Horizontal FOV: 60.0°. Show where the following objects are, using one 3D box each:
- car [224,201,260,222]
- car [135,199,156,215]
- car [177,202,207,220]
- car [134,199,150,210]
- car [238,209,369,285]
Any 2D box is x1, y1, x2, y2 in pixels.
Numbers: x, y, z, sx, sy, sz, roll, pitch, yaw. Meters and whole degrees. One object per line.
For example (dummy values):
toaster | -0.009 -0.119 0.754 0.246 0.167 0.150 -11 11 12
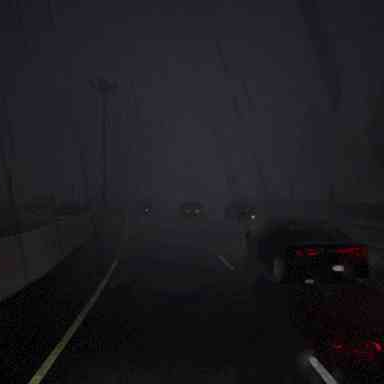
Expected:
car | 3.893 1.504 25.919 1.837 1.490 4.892 0 0 -10
car | -4.786 1.504 34.321 1.837 1.490 4.892 0 0 -11
car | -0.089 1.547 28.318 2.033 1.411 5.357 0 0 -11
car | -6.723 1.600 44.628 1.895 1.301 4.718 0 0 -11
car | 2.903 1.477 9.559 1.882 1.535 5.008 0 0 -5
